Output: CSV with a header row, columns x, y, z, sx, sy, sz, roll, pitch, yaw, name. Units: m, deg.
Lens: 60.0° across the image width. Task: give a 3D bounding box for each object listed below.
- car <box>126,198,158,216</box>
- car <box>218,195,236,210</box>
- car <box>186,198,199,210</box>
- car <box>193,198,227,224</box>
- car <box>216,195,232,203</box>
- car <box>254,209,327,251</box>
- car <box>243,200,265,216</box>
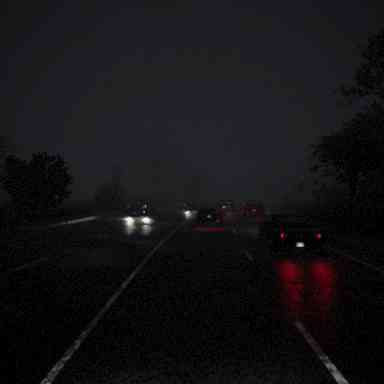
x,y,z,sx,sy,sz,roll,pitch,yaw,name
-4.801,1.350,32.321,2.097,1.767,4.553,0,0,9,car
4.431,1.509,42.155,2.128,1.511,4.902,0,0,13,car
0.627,1.485,42.136,1.882,1.535,5.008,0,0,13,car
1.425,1.485,24.687,1.882,1.535,5.008,0,0,6,car
6.986,1.471,71.990,1.837,1.490,4.892,0,0,24,car
4.027,1.608,14.194,1.895,1.301,4.718,0,0,3,car
5.956,1.494,32.030,1.882,1.535,5.008,0,0,9,car
